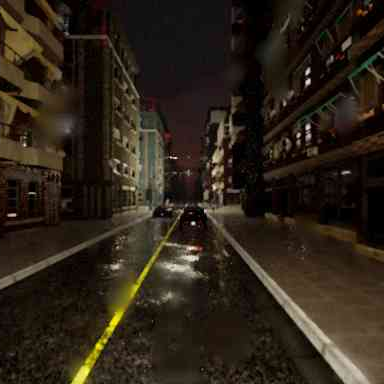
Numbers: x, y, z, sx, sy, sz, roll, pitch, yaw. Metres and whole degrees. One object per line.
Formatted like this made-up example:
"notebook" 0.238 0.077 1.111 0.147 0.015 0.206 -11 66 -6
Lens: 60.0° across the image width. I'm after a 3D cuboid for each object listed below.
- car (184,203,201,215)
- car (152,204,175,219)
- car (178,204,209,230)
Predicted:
"car" 0.076 2.061 40.454 1.895 1.301 4.718 0 -1 0
"car" -2.788 1.936 33.077 1.994 1.385 4.181 0 -1 0
"car" 0.085 1.763 23.419 1.837 1.490 4.892 0 -1 0
